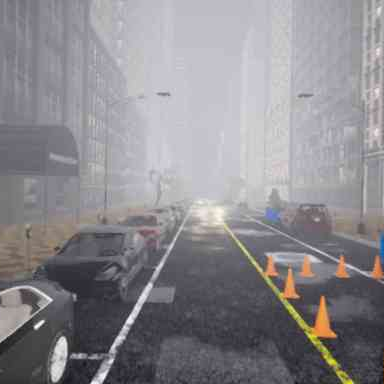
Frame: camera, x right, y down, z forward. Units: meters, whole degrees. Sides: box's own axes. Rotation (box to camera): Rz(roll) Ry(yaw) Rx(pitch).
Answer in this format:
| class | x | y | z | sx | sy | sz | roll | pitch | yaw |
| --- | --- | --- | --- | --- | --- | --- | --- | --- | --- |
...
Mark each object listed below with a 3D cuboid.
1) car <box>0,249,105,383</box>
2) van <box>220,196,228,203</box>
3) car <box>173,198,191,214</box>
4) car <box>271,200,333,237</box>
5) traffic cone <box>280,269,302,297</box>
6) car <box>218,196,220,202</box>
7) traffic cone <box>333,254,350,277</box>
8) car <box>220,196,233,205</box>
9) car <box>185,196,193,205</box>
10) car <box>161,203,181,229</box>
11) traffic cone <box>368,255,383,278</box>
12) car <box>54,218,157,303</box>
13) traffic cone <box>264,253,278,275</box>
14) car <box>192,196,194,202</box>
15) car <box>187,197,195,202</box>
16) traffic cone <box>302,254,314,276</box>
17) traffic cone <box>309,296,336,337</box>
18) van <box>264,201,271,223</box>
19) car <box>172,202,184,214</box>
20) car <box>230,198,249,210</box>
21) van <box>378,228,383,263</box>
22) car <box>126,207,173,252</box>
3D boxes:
| class | x | y | z | sx | sy | sz | roll | pitch | yaw |
| --- | --- | --- | --- | --- | --- | --- | --- | --- | --- |
| car | -2.337 | 1.520 | 2.554 | 2.008 | 1.369 | 4.403 | 0 | 0 | 1 |
| van | 7.938 | 1.805 | 81.902 | 1.690 | 1.788 | 3.998 | 0 | 0 | 1 |
| car | -1.525 | 1.670 | 36.646 | 2.008 | 1.369 | 4.403 | 0 | 0 | 1 |
| car | 6.448 | 1.507 | 19.400 | 2.192 | 1.841 | 5.009 | 0 | 0 | 1 |
| traffic cone | 2.197 | 2.025 | 7.475 | 0.340 | 0.580 | 0.340 | 1 | 0 | 1 |
| car | 7.802 | 1.754 | 76.221 | 2.192 | 1.841 | 5.009 | 0 | 0 | 1 |
| traffic cone | 4.243 | 2.069 | 9.427 | 0.340 | 0.580 | 0.340 | 1 | 0 | 1 |
| car | 7.667 | 1.730 | 70.538 | 2.192 | 1.841 | 5.009 | 0 | 0 | 1 |
| car | -1.254 | 1.719 | 48.009 | 2.008 | 1.369 | 4.403 | 0 | 0 | 1 |
| car | -1.932 | 1.595 | 19.600 | 2.008 | 1.369 | 4.403 | 0 | 0 | 1 |
| traffic cone | 5.242 | 2.087 | 9.403 | 0.340 | 0.580 | 0.340 | 1 | 0 | 1 |
| car | -2.202 | 1.560 | 8.236 | 1.947 | 1.339 | 4.313 | 0 | 0 | 1 |
| traffic cone | 2.244 | 2.034 | 9.474 | 0.340 | 0.580 | 0.340 | 1 | 0 | 1 |
| car | -0.983 | 1.799 | 59.373 | 1.802 | 1.307 | 4.206 | 0 | 0 | 1 |
| car | -0.306 | 1.905 | 87.784 | 1.947 | 1.339 | 4.313 | 0 | 0 | 1 |
| traffic cone | 3.244 | 2.051 | 9.450 | 0.340 | 0.580 | 0.340 | 1 | 0 | 1 |
| traffic cone | 2.148 | 2.016 | 5.476 | 0.340 | 0.580 | 0.340 | 1 | 0 | 1 |
| van | 6.583 | 1.559 | 25.082 | 1.690 | 1.788 | 3.998 | 0 | 0 | 1 |
| car | -1.796 | 1.651 | 25.282 | 1.802 | 1.307 | 4.206 | 0 | 0 | 1 |
| car | 7.123 | 1.867 | 47.809 | 2.008 | 1.369 | 4.403 | 0 | 0 | 1 |
| van | 6.177 | 1.484 | 8.036 | 1.690 | 1.788 | 3.998 | 0 | 0 | 1 |
| car | -2.066 | 1.564 | 13.918 | 1.887 | 1.381 | 4.507 | 0 | 0 | 1 |
